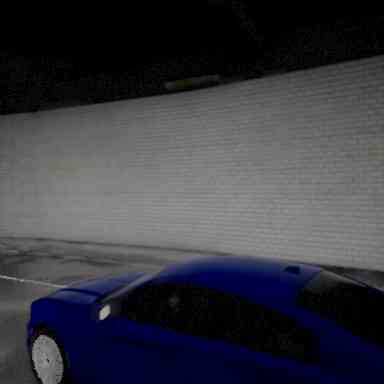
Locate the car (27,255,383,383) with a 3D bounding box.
[{"bbox_3d":[0.246,1.443,3.524,5.008,1.535,1.882,0,0,34],"label":"car"}]
